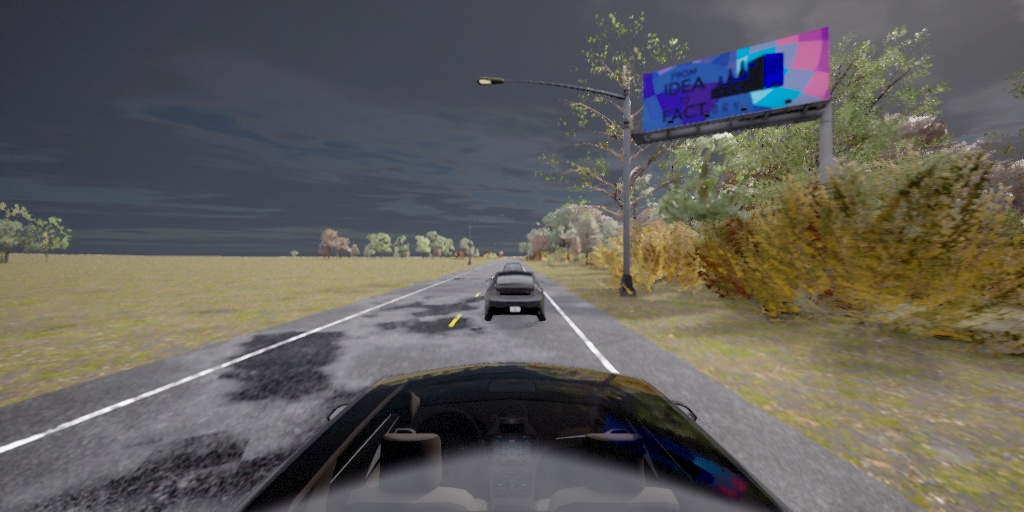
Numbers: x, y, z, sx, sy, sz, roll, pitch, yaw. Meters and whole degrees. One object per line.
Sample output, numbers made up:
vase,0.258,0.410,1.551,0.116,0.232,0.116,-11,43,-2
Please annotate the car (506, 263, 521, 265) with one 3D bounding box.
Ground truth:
car,0.091,1.276,31.421,2.033,1.411,5.357,0,0,0

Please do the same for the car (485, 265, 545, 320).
car,0.093,1.248,12.537,1.837,1.490,4.892,0,0,0
